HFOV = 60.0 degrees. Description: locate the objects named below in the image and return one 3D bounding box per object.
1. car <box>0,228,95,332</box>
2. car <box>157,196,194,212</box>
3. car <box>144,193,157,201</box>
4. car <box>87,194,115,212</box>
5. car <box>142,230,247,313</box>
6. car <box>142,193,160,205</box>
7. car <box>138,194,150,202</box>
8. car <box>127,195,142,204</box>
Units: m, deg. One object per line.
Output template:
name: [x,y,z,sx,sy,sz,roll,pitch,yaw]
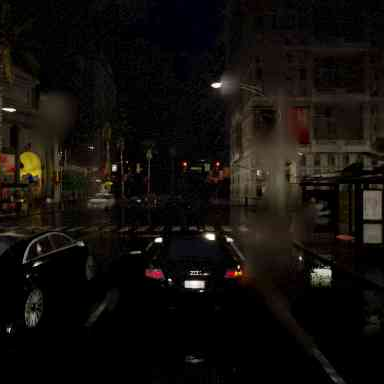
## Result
car: [-3.452,1.492,6.816,2.128,1.511,4.902,0,0,0]
car: [-1.725,1.564,39.470,1.994,1.385,4.181,0,0,-44]
car: [-10.494,1.225,84.825,2.150,2.045,5.566,0,0,3]
car: [-10.657,1.221,39.522,2.150,2.045,5.566,0,0,0]
car: [0.053,1.564,7.749,1.994,1.385,4.181,0,0,0]
car: [-7.152,1.351,60.086,2.097,1.767,4.553,0,0,0]
car: [-10.606,1.355,74.221,2.097,1.767,4.553,0,0,0]
car: [-10.645,1.547,61.522,2.033,1.411,5.357,0,0,0]
